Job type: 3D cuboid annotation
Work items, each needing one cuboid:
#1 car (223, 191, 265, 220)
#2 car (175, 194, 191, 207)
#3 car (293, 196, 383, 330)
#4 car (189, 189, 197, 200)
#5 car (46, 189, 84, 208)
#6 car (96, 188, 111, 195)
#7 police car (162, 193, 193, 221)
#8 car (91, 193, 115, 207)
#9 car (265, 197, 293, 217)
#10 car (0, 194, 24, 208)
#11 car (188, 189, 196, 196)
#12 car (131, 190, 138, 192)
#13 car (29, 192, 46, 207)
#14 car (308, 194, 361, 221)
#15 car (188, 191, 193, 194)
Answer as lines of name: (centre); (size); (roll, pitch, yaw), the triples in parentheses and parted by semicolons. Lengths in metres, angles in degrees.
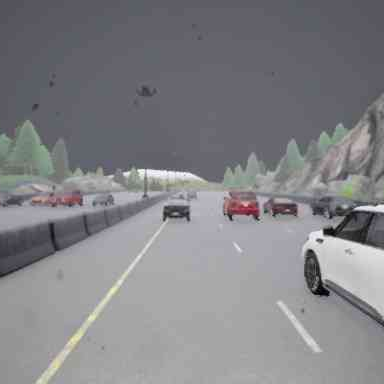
car: (3.598, 0.941, 24.983); (2.150, 2.045, 5.566); (0, 1, 0)
car: (-1.052, 0.970, 40.142); (1.812, 1.442, 4.674); (0, 1, 0)
car: (3.600, 1.181, 5.305); (2.150, 2.045, 5.566); (0, 1, 0)
car: (-0.002, 0.602, 59.708); (2.033, 1.411, 5.357); (0, 1, 0)
car: (-14.095, 0.714, 37.874); (2.150, 2.045, 5.566); (0, 1, 0)
car: (-21.004, -0.180, 79.260); (2.033, 1.411, 5.357); (0, 1, 0)
police car: (-1.052, 1.157, 24.235); (1.930, 1.638, 5.238); (0, 1, 0)
car: (-10.592, 0.952, 39.941); (1.837, 1.490, 4.892); (0, 1, 0)
car: (7.098, 1.163, 27.140); (1.882, 1.535, 5.008); (0, 1, 0)
car: (-21.091, 0.983, 37.837); (2.128, 1.511, 4.902); (0, 1, 0)
car: (-0.003, 0.136, 76.252); (1.882, 1.535, 5.008); (0, 1, 0)
car: (-14.004, -0.168, 79.260); (1.994, 1.385, 4.181); (0, 1, 0)
car: (-17.590, 0.803, 39.842); (2.097, 1.767, 4.553); (0, 1, 0)
car: (10.597, 1.068, 25.147); (2.097, 1.767, 4.553); (0, 1, 0)
car: (-1.052, 1.013, 34.324); (1.801, 1.575, 5.366); (0, 1, 0)
